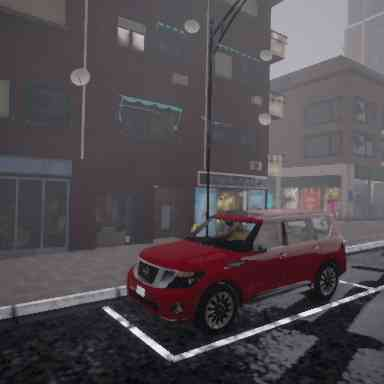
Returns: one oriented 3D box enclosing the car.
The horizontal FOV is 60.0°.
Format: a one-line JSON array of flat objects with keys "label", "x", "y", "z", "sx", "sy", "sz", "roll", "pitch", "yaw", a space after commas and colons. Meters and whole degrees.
[{"label": "car", "x": 1.210, "y": 1.317, "z": 6.927, "sx": 5.009, "sy": 1.841, "sz": 2.192, "roll": 0, "pitch": 2, "yaw": -35}]
